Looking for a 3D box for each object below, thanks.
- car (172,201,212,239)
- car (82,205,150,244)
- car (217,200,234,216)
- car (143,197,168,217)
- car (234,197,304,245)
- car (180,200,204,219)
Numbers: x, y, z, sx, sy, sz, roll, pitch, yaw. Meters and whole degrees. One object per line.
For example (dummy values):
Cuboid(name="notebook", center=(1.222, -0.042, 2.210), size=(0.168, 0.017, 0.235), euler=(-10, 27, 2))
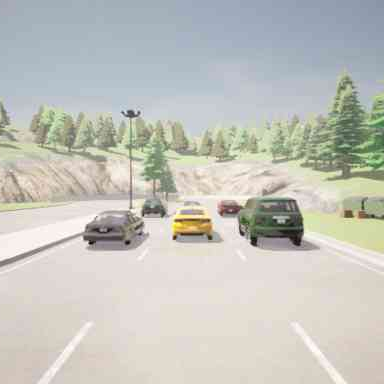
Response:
Cuboid(name="car", center=(0.027, 1.477, 17.380), size=(1.882, 1.535, 5.008), euler=(0, 0, 0))
Cuboid(name="car", center=(-3.489, 1.548, 15.640), size=(2.033, 1.411, 5.357), euler=(0, 0, 0))
Cuboid(name="car", center=(3.527, 1.477, 32.386), size=(1.882, 1.535, 5.008), euler=(0, 0, 0))
Cuboid(name="car", center=(-3.480, 1.351, 31.546), size=(2.097, 1.767, 4.553), euler=(0, 0, 0))
Cuboid(name="car", center=(3.511, 1.225, 15.691), size=(2.150, 2.045, 5.566), euler=(0, 0, 0))
Cuboid(name="car", center=(0.010, 1.548, 30.662), size=(2.033, 1.411, 5.357), euler=(0, 0, 0))
